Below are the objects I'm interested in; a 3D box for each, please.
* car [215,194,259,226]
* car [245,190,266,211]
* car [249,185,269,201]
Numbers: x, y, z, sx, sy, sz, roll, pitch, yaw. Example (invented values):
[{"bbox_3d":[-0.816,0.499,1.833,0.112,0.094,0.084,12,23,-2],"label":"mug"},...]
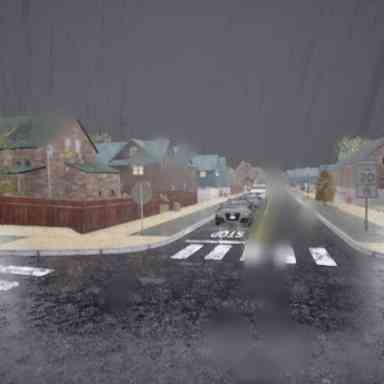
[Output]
[{"bbox_3d":[2.556,1.069,18.962,1.994,1.385,4.181,-1,1,14],"label":"car"},{"bbox_3d":[5.018,0.807,28.593,1.994,1.385,4.181,-1,1,14],"label":"car"},{"bbox_3d":[8.637,0.077,42.704,2.150,2.045,5.566,-1,1,14],"label":"car"}]
